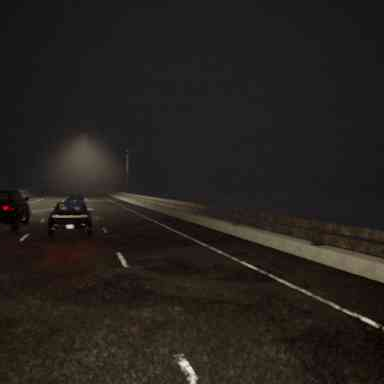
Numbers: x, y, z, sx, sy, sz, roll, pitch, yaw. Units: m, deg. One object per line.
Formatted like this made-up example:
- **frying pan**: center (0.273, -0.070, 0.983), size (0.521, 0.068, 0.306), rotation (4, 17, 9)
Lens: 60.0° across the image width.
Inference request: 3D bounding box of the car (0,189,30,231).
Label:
- **car**: center (-9.986, 0.843, 17.431), size (2.150, 2.045, 5.566), rotation (1, 1, -19)

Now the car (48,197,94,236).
- **car**: center (-5.926, 1.207, 16.341), size (2.128, 1.511, 4.902), rotation (1, 1, -19)

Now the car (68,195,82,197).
- **car**: center (-11.701, 0.971, 33.379), size (2.033, 1.411, 5.357), rotation (1, 1, -19)
